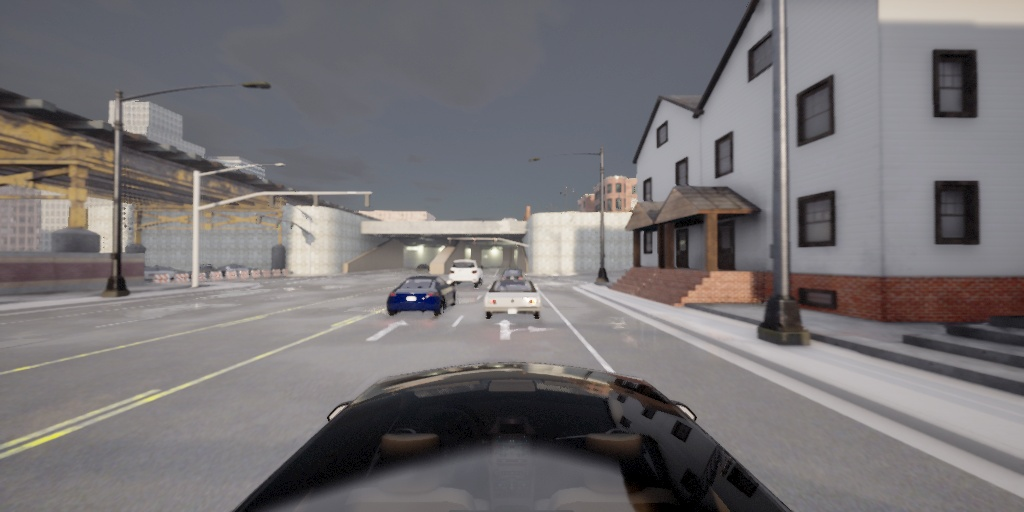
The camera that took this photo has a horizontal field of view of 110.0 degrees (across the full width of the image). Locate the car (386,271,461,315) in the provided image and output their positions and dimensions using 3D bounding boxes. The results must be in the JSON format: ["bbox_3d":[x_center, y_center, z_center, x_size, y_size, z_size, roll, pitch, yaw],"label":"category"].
[{"bbox_3d":[-3.453,1.470,14.372,1.994,1.385,4.181,0,-1,1],"label":"car"}]

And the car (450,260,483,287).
[{"bbox_3d":[-3.529,1.315,28.040,2.150,2.045,5.566,0,0,-1],"label":"car"}]

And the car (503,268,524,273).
[{"bbox_3d":[0.116,1.626,27.054,2.033,1.411,5.357,0,-1,3],"label":"car"}]

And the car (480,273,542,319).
[{"bbox_3d":[0.038,1.496,13.545,1.895,1.301,4.718,0,-1,1],"label":"car"}]
